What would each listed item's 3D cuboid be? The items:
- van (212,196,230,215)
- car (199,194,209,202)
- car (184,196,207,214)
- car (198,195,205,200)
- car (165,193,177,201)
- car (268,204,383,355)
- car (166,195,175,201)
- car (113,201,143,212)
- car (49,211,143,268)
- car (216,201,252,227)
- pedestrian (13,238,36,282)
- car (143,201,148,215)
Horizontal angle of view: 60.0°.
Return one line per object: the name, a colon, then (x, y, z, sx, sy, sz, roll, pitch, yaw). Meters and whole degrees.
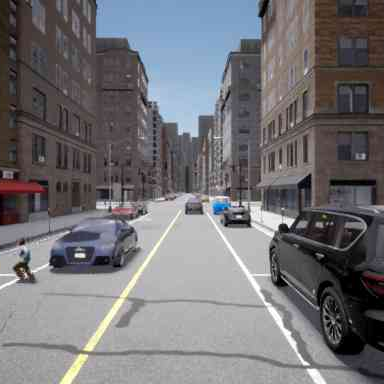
van: (2.973, 1.343, 33.637, 1.690, 1.788, 3.998, 0, 0, 0)
car: (2.907, 1.527, 72.996, 1.752, 1.417, 4.829, 0, 0, -1)
car: (0.218, 1.493, 35.845, 2.128, 1.511, 4.902, 0, 0, 0)
car: (2.685, 1.536, 94.930, 1.887, 1.381, 4.507, 0, 0, -1)
car: (-5.729, 1.313, 83.792, 2.192, 1.841, 5.009, 0, 0, -1)
car: (3.021, 1.223, 6.213, 2.150, 2.045, 5.566, 0, 0, 0)
car: (-5.784, 1.546, 89.318, 2.008, 1.369, 4.403, 0, 0, -1)
car: (-5.570, 1.583, 28.206, 1.802, 1.307, 4.206, 0, 0, 0)
car: (-3.058, 1.563, 11.132, 1.994, 1.385, 4.181, 0, 0, 1)
car: (2.935, 1.567, 22.739, 1.947, 1.339, 4.313, 0, 0, 0)
pedestrian: (-4.133, 1.674, 8.228, 0.500, 1.100, 0.500, 0, 0, -10)
car: (-5.551, 1.568, 33.658, 1.947, 1.339, 4.313, 0, 0, 0)
